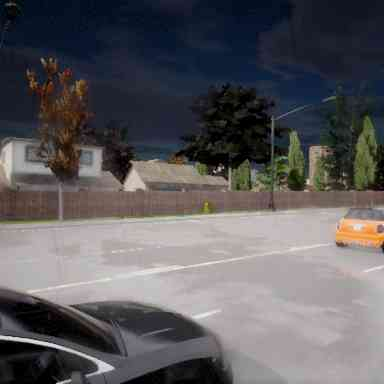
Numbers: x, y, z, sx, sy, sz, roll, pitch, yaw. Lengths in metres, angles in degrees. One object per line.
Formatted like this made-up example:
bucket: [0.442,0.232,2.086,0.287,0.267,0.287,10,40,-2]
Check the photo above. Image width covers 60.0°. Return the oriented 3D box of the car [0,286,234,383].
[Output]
car: [-1.849,1.505,2.422,4.892,1.490,1.837,0,0,-35]

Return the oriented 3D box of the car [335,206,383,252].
car: [7.931,1.372,13.697,4.553,1.767,2.097,0,0,-35]
